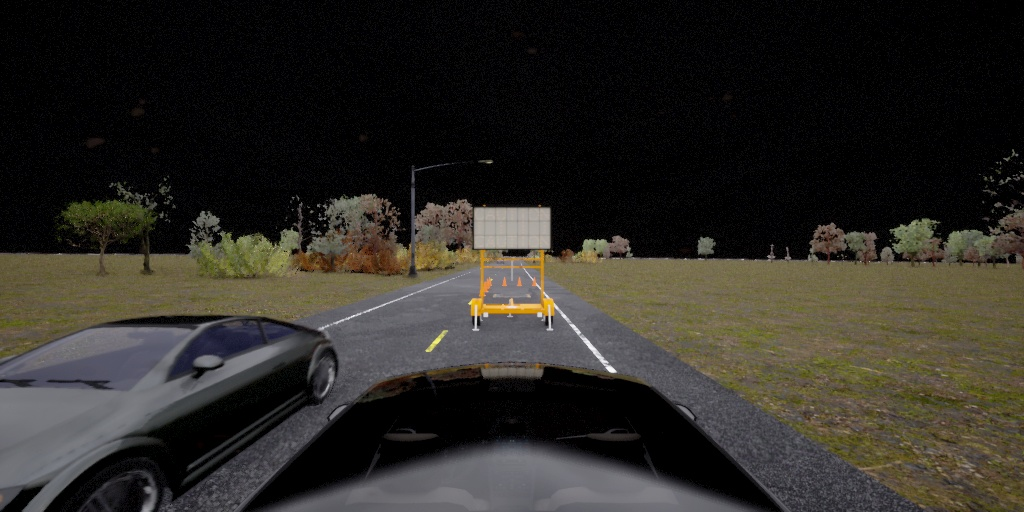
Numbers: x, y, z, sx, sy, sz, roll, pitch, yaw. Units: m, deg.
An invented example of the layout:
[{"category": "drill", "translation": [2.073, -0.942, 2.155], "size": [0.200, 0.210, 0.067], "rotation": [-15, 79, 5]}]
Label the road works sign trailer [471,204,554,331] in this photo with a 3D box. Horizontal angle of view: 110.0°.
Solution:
[{"category": "road works sign trailer", "translation": [0.004, 0.218, 11.028], "size": [2.380, 3.560, 2.880], "rotation": [0, 0, -1]}]

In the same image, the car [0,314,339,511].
[{"category": "car", "translation": [-3.498, 1.314, 3.504], "size": [1.994, 1.385, 4.181], "rotation": [0, 0, 0]}]
